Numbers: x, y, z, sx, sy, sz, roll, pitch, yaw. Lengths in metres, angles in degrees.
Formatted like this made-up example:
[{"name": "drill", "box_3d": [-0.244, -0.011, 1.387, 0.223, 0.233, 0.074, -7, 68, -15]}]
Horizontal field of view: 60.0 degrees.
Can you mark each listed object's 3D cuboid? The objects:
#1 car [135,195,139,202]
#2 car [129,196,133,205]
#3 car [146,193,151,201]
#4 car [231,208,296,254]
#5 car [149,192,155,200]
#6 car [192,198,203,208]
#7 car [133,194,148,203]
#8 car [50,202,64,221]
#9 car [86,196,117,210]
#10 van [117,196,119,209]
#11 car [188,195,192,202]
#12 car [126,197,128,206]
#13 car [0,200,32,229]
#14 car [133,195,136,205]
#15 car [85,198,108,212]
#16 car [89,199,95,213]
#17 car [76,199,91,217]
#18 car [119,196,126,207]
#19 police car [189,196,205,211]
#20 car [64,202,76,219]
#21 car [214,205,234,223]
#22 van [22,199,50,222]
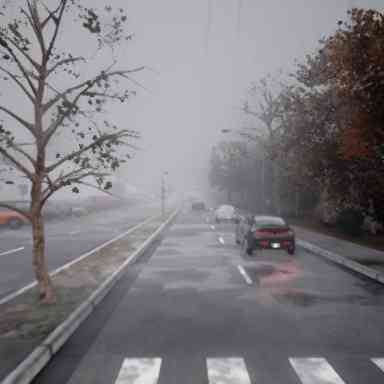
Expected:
[{"name": "car", "box_3d": [-13.842, 1.900, 67.677, 4.792, 1.488, 2.163, -1, 0, -20]}, {"name": "car", "box_3d": [-13.842, 1.753, 61.686, 4.553, 1.767, 2.185, -1, 0, -20]}, {"name": "car", "box_3d": [-14.033, 1.842, 85.607, 5.366, 1.575, 1.946, -1, 0, -20]}, {"name": "car", "box_3d": [3.002, 1.676, 14.310, 1.837, 1.490, 4.892, 0, 0, 0]}, {"name": "car", "box_3d": [-13.837, 1.570, 91.698, 5.566, 2.045, 2.435, -1, 0, -20]}, {"name": "car", "box_3d": [0.885, 1.915, 58.718, 1.812, 1.442, 4.674, 0, 0, 0]}, {"name": "car", "box_3d": [-13.838, 1.883, 79.683, 4.792, 1.488, 2.163, -1, 0, -20]}, {"name": "car", "box_3d": [-13.876, 1.871, 28.850, 4.674, 1.452, 2.002, -1, 0, -20]}, {"name": "car", "box_3d": [-13.905, 1.648, 46.747, 5.566, 2.045, 2.435, -1, 0, -20]}, {"name": "van", "box_3d": [-13.769, 1.668, 49.790, 4.442, 1.987, 1.878, -1, 0, -20]}, {"name": "car", "box_3d": [-0.022, 1.751, 85.298, 2.128, 1.511, 4.902, 0, 0, 0]}, {"name": "car", "box_3d": [-13.866, 1.888, 55.712, 4.892, 1.521, 2.231, -1, 0, -20]}, {"name": "car", "box_3d": [-13.856, 1.647, 22.892, 4.553, 1.767, 2.185, -1, 0, -20]}, {"name": "car", "box_3d": [-13.864, 1.915, 64.659, 4.674, 1.452, 2.002, -1, 0, -20]}, {"name": "car", "box_3d": [-13.872, 1.937, 43.776, 4.674, 1.452, 2.002, -1, 0, -20]}, {"name": "car", "box_3d": [-13.851, 1.915, 37.818, 4.792, 1.488, 2.163, -1, -1, -20]}, {"name": "car", "box_3d": [-13.707, 1.867, 34.891, 5.366, 1.575, 1.946, -1, -1, -20]}, {"name": "car", "box_3d": [-13.851, 1.640, 52.743, 5.566, 2.045, 2.435, -1, 0, -20]}, {"name": "police car", "box_3d": [0.887, 1.827, 48.825, 1.930, 1.638, 5.238, 0, 0, 0]}, {"name": "car", "box_3d": [-13.907, 1.886, 31.822, 4.792, 1.488, 2.163, -1, 0, -20]}, {"name": "car", "box_3d": [2.998, 1.867, 29.390, 1.812, 1.442, 4.674, 0, 0, 0]}, {"name": "van", "box_3d": [-13.777, 1.579, 25.920, 4.442, 1.987, 1.878, -1, -1, -20]}]
